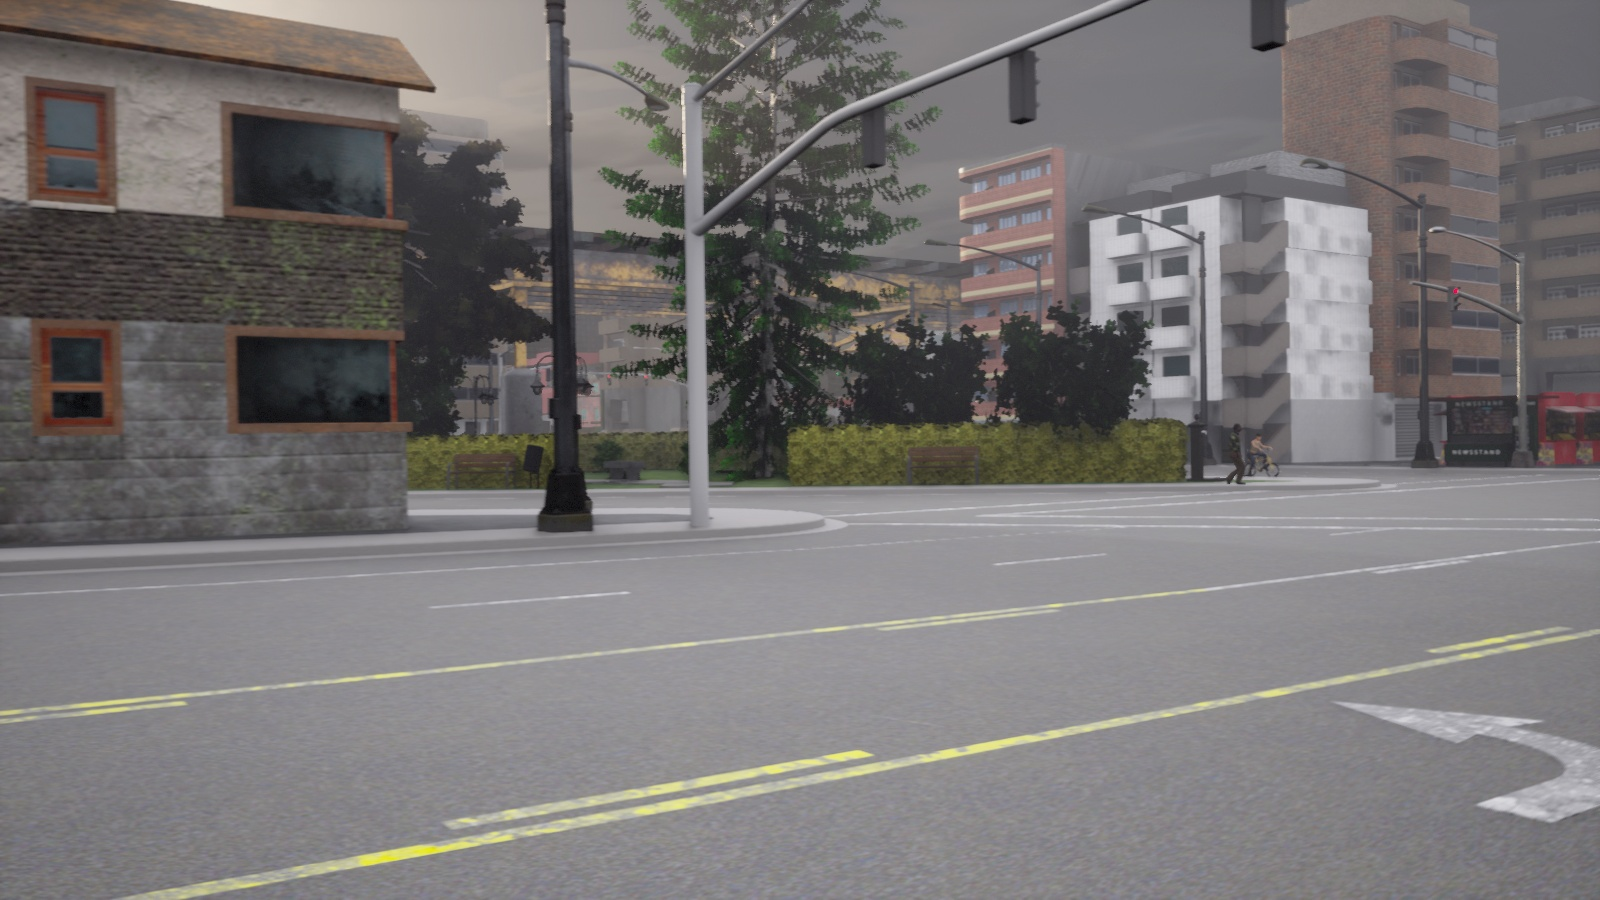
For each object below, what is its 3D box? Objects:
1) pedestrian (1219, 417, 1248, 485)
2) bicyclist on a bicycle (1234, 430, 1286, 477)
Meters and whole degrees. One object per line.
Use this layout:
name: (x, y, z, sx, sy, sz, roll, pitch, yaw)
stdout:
pedestrian: (12.364, 0.032, 35.801, 0.692, 1.930, 0.395, -1, 1, 26)
bicyclist on a bicycle: (16.461, 0.124, 44.955, 0.866, 1.612, 1.509, -2, 1, -34)
